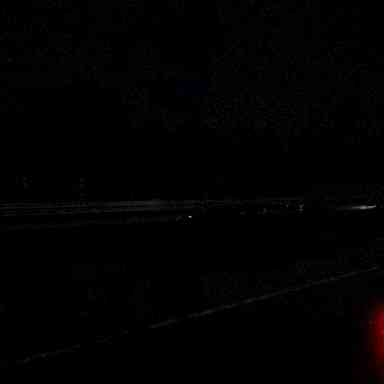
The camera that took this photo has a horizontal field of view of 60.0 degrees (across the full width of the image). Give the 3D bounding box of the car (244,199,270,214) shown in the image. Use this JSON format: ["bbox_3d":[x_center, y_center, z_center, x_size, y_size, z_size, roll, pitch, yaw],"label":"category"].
[{"bbox_3d":[5.529,1.428,32.553,5.008,1.535,1.882,0,0,-38],"label":"car"}]

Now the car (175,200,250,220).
[{"bbox_3d":[1.137,1.478,21.881,4.902,1.511,2.128,0,0,-35],"label":"car"}]

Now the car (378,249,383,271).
[{"bbox_3d":[6.848,1.593,8.554,4.718,1.301,1.895,0,0,-35],"label":"car"}]

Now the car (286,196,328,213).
[{"bbox_3d":[11.471,1.266,33.155,4.553,1.767,2.097,-1,0,-34],"label":"car"}]

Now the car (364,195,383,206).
[{"bbox_3d":[26.676,1.165,47.939,4.902,1.511,2.128,-1,1,-34],"label":"car"}]
